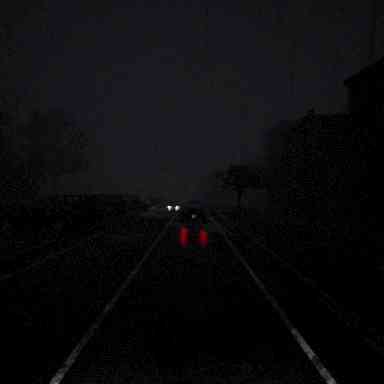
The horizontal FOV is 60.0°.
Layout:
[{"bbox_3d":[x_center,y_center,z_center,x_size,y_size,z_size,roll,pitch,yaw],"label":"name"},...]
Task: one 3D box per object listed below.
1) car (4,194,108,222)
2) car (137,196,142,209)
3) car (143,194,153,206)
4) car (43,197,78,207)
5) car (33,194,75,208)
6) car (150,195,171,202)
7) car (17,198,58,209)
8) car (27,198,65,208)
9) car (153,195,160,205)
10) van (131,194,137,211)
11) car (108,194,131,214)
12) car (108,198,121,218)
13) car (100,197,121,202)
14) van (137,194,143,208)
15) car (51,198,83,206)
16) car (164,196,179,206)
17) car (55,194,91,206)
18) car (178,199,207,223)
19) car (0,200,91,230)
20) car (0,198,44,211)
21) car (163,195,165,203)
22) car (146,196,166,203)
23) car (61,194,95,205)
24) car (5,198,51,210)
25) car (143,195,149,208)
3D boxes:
[{"bbox_3d":[-8.824,1.185,22.059,5.566,2.045,2.435,0,0,0],"label":"car"},{"bbox_3d":[-8.755,1.535,38.877,4.892,1.521,2.231,0,0,0],"label":"car"},{"bbox_3d":[-8.780,1.346,47.288,5.566,2.045,2.435,0,0,0],"label":"car"},{"bbox_3d":[-21.819,1.666,55.519,5.008,1.535,2.097,0,-1,0],"label":"car"},{"bbox_3d":[-21.798,1.390,52.734,5.566,2.045,2.435,0,0,0],"label":"car"},{"bbox_3d":[-8.682,1.798,92.135,5.566,2.045,2.435,0,-1,0],"label":"car"},{"bbox_3d":[-21.802,1.627,47.164,4.792,1.488,2.163,0,0,0],"label":"car"},{"bbox_3d":[-21.858,1.648,49.949,4.792,1.488,2.163,0,0,0],"label":"car"},{"bbox_3d":[-8.736,1.692,58.499,5.008,1.535,2.097,0,-1,0],"label":"car"},{"bbox_3d":[-8.648,1.288,36.074,4.442,1.987,1.878,0,0,0],"label":"van"},{"bbox_3d":[-8.803,1.224,30.469,5.566,2.045,2.435,0,0,0],"label":"car"},{"bbox_3d":[-8.787,1.459,27.663,4.892,1.521,2.231,0,0,0],"label":"car"},{"bbox_3d":[-21.799,2.018,88.970,4.892,1.521,2.231,0,-1,0],"label":"car"},{"bbox_3d":[-8.874,1.329,41.681,4.442,1.987,1.878,0,0,0],"label":"van"},{"bbox_3d":[-21.819,1.730,58.179,4.674,1.452,2.002,0,-1,0],"label":"car"},{"bbox_3d":[-3.175,1.777,57.475,1.994,1.385,4.181,0,0,1],"label":"car"},{"bbox_3d":[-21.790,1.468,61.089,5.566,2.045,2.435,0,-1,0],"label":"car"},{"bbox_3d":[0.127,1.497,25.208,1.812,1.442,4.674,0,0,1],"label":"car"},{"bbox_3d":[-8.798,1.432,19.258,4.892,1.521,2.231,0,0,0],"label":"car"},{"bbox_3d":[-21.651,1.553,41.593,5.366,1.575,1.946,0,0,0],"label":"car"},{"bbox_3d":[-8.702,1.840,69.708,4.792,1.488,2.163,0,-1,0],"label":"car"},{"bbox_3d":[-8.752,1.804,80.922,4.553,1.767,2.185,0,-1,0],"label":"car"},{"bbox_3d":[-21.788,1.497,63.751,5.566,2.045,2.435,0,-1,0],"label":"car"},{"bbox_3d":[-21.829,1.577,44.379,5.008,1.535,2.097,0,0,0],"label":"car"},{"bbox_3d":[-8.749,1.576,44.483,5.008,1.535,2.097,0,0,0],"label":"car"}]
